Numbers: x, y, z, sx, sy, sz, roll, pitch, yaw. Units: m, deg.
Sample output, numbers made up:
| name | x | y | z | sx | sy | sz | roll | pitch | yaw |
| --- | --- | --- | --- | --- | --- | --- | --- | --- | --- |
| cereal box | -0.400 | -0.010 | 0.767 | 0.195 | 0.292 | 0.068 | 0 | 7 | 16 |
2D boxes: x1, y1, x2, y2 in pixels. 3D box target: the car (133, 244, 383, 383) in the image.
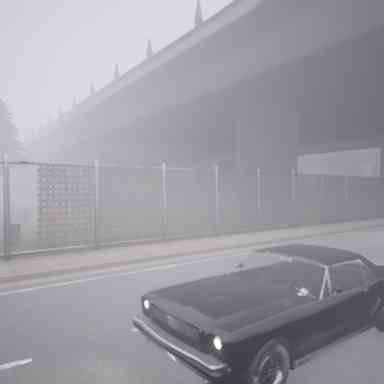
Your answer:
| name | x | y | z | sx | sy | sz | roll | pitch | yaw |
| --- | --- | --- | --- | --- | --- | --- | --- | --- | --- |
| car | 1.538 | 1.579 | 5.165 | 4.718 | 1.301 | 1.895 | 0 | 0 | -37 |
